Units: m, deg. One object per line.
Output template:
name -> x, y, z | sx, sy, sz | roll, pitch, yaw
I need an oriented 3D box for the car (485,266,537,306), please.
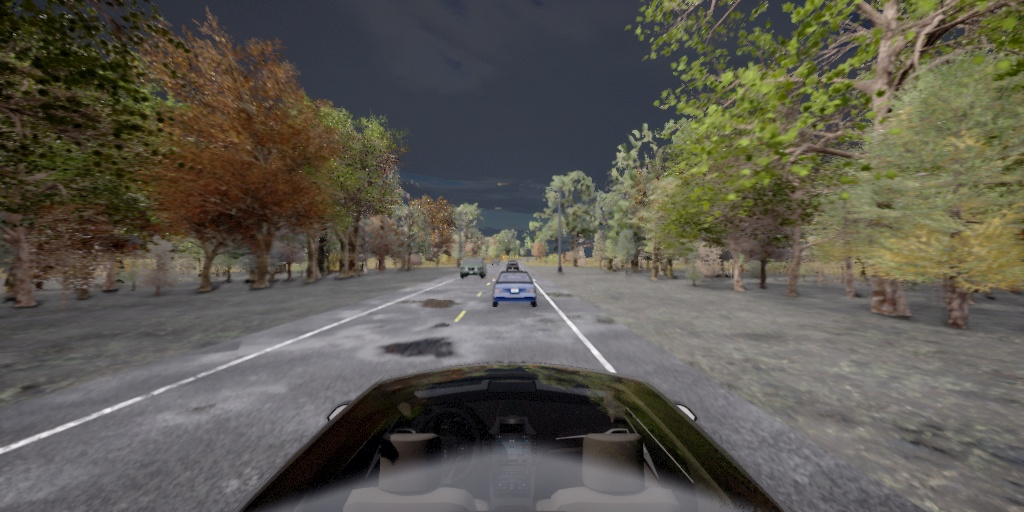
car -> 0.100, 1.357, 16.054 | 2.033, 1.411, 5.357 | 0, 0, 0

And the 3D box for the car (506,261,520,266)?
car -> 0.102, 1.470, 53.242 | 1.837, 1.490, 4.892 | 0, 0, 0

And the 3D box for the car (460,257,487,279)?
car -> -3.589, 1.107, 34.240 | 2.150, 2.045, 5.566 | 0, 0, 0
